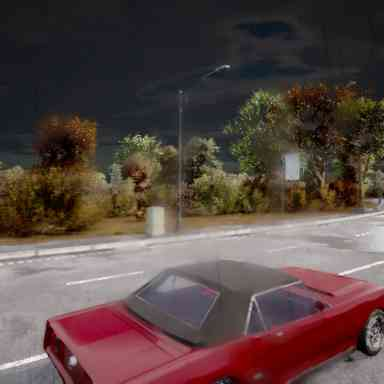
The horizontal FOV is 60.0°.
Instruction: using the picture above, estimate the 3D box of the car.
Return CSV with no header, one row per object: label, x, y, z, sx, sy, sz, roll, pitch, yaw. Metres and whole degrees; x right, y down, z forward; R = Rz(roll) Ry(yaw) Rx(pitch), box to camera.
car,0.763,1.605,4.364,4.718,1.301,1.895,0,0,-36
